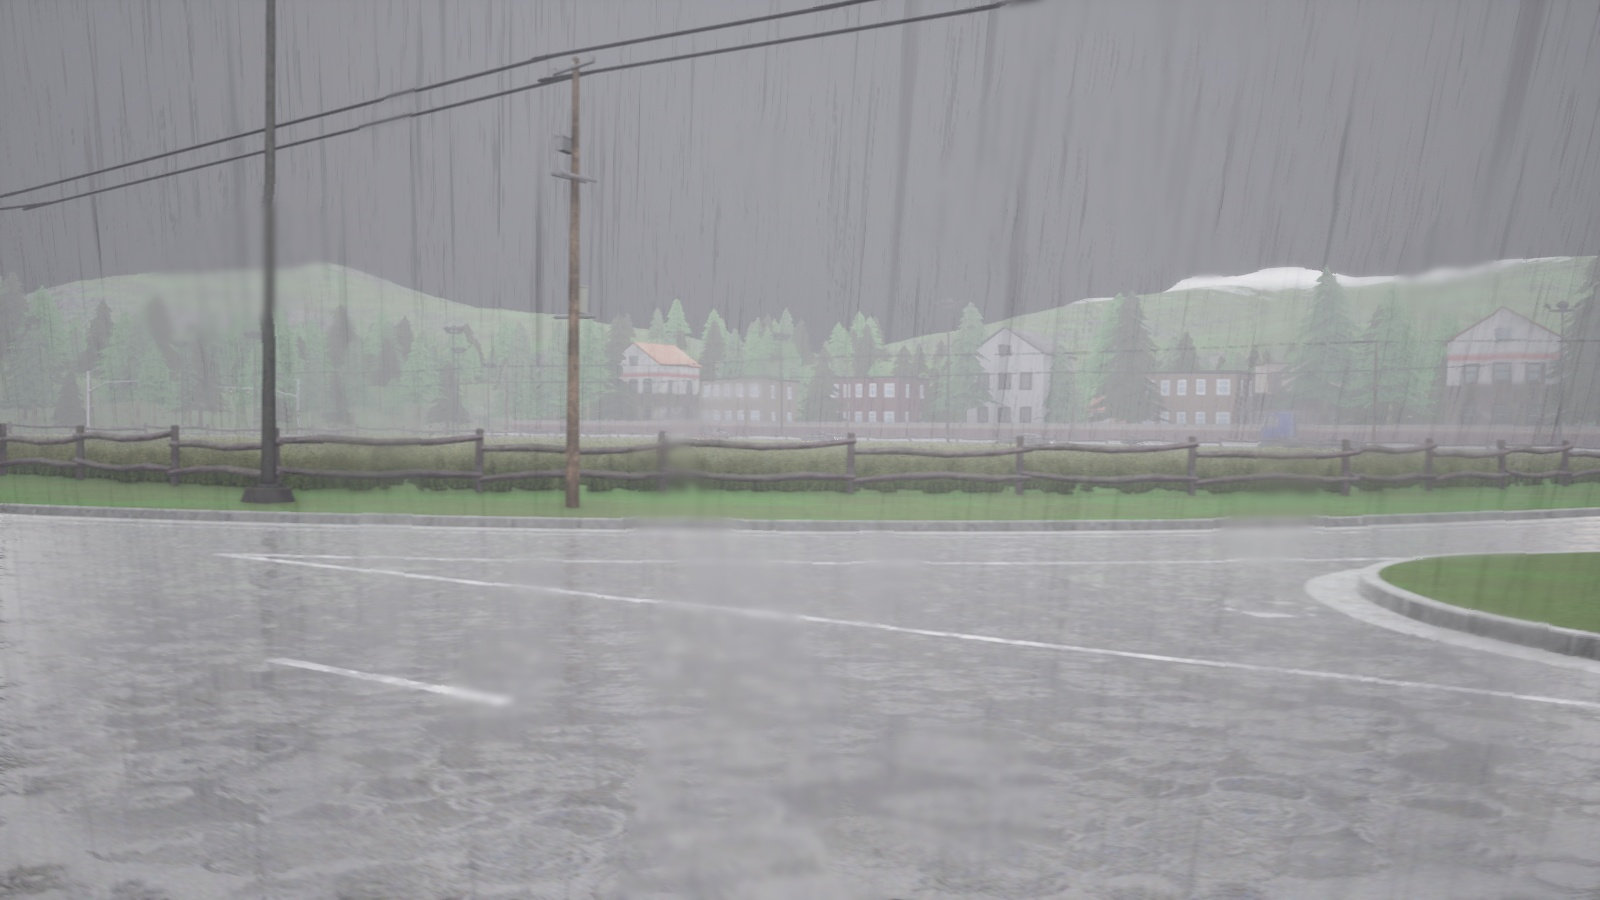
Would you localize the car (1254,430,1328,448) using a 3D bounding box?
[{"bbox_3d":[35.738,-0.783,91.440,4.718,1.301,1.895,0,1,34],"label":"car"}]
